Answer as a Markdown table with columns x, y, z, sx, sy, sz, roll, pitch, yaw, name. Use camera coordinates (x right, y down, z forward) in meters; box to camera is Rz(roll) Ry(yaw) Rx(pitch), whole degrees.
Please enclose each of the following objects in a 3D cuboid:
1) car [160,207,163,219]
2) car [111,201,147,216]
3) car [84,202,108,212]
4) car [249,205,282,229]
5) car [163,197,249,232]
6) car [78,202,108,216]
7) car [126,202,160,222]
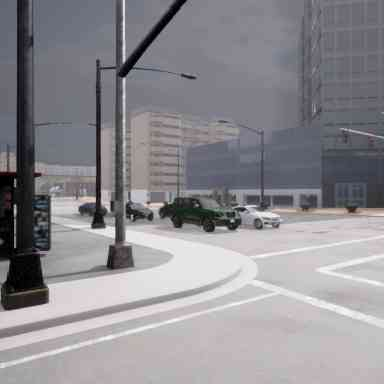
| x | y | z | sx | sy | sz | roll | pitch | yaw | name |
| --- | --- | --- | --- | --- | --- | --- | --- | --- | --- |
| -1.340 | 1.740 | 30.122 | 1.812 | 1.442 | 4.674 | 0 | -1 | -36 | car |
| -7.299 | 1.852 | 38.280 | 2.128 | 1.511 | 4.902 | 0 | -1 | -36 | car |
| -13.672 | 2.084 | 47.140 | 1.994 | 1.385 | 4.181 | 0 | -1 | -35 | car |
| 3.961 | 1.635 | 22.735 | 1.812 | 1.442 | 4.674 | 0 | -1 | -35 | car |
| 0.693 | 1.335 | 21.304 | 2.150 | 2.045 | 5.566 | 0 | -1 | -36 | car |
| -11.361 | 1.939 | 37.918 | 2.033 | 1.411 | 5.357 | 0 | -1 | -36 | car |
| -5.114 | 1.741 | 29.302 | 1.837 | 1.490 | 4.892 | 0 | -1 | -36 | car |
